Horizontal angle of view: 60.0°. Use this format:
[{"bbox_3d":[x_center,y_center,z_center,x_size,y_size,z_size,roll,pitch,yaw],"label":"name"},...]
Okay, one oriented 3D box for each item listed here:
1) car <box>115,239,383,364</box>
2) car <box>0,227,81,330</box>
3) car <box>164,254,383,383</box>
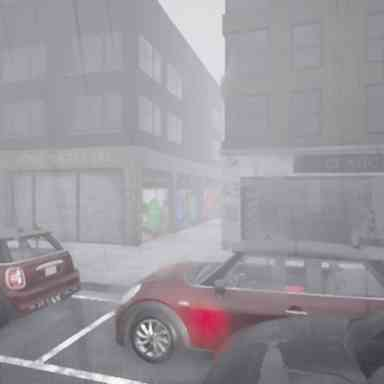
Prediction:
[{"bbox_3d":[0.945,1.419,4.757,4.097,1.590,1.967,0,0,17],"label":"car"},{"bbox_3d":[-4.326,1.395,6.408,4.097,1.590,1.967,0,0,17],"label":"car"},{"bbox_3d":[2.450,1.501,2.233,4.892,1.490,1.837,0,0,17],"label":"car"}]
